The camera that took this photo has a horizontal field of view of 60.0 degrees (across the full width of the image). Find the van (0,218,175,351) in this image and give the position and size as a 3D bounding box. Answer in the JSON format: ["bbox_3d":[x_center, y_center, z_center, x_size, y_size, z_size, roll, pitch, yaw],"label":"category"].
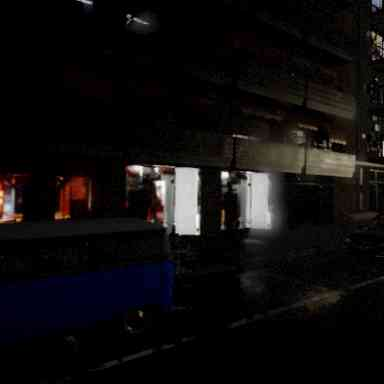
[{"bbox_3d":[-2.189,1.342,4.976,3.998,1.788,1.690,0,1,-36],"label":"van"}]

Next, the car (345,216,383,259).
[{"bbox_3d":[7.081,1.528,11.608,4.403,1.369,2.008,0,1,-36],"label":"car"}]
